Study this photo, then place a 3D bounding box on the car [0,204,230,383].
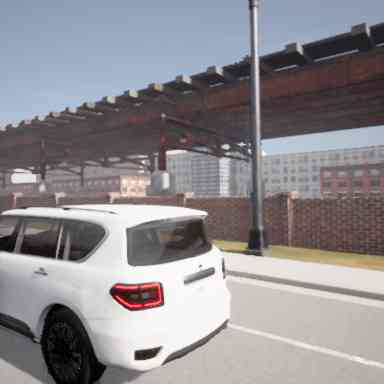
[{"bbox_3d":[-2.077,1.213,5.477,5.566,2.045,2.150,0,0,36],"label":"car"}]
